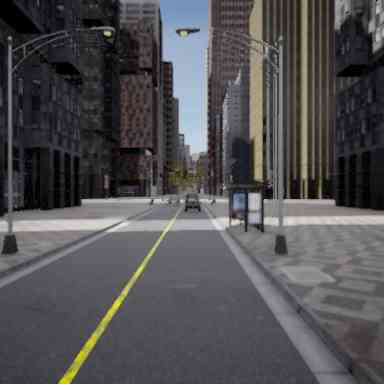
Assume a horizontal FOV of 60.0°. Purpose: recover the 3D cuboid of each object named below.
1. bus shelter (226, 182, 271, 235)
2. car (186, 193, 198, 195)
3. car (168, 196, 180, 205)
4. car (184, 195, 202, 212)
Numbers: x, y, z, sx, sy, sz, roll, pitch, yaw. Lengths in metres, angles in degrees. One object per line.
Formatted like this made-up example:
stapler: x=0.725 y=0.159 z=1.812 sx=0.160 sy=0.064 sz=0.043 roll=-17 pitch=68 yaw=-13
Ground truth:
bus shelter: x=3.144 y=0.858 z=19.129 sx=1.920 sy=2.740 sz=3.880 roll=0 pitch=0 yaw=0
car: x=0.036 y=1.160 z=51.843 sx=2.150 sy=2.045 sz=5.566 roll=0 pitch=0 yaw=1
car: x=-2.983 y=1.461 z=56.103 sx=2.128 sy=1.511 sz=4.902 roll=0 pitch=0 yaw=0
car: x=0.097 y=1.462 z=38.629 sx=1.837 sy=1.490 sz=4.892 roll=0 pitch=0 yaw=0
